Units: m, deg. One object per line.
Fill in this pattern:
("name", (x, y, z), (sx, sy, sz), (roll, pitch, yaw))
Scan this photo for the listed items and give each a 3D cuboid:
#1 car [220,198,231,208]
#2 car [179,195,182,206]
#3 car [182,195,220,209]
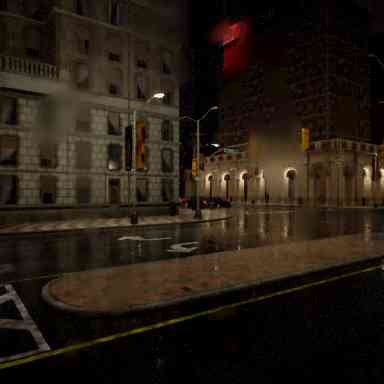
("car", (3.490, 1.478, 47.792), (1.882, 1.535, 5.008), (0, 0, -36))
("car", (-2.256, 1.352, 55.888), (2.097, 1.767, 4.553), (0, 0, -35))
("car", (1.196, 1.352, 44.987), (2.097, 1.767, 4.553), (0, 0, -35))
